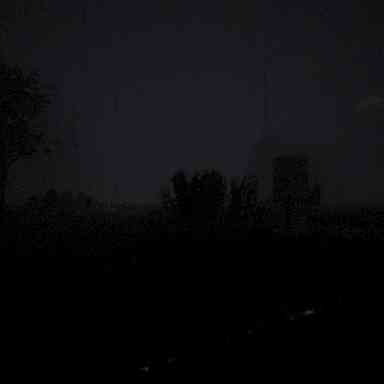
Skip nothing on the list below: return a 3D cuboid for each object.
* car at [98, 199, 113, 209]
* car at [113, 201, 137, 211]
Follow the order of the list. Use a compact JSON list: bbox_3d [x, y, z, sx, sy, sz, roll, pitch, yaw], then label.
[{"bbox_3d":[-15.321,2.038,58.483,2.097,1.767,4.553,1,-1,-35],"label":"car"},{"bbox_3d":[-10.048,2.131,51.074,1.994,1.385,4.181,1,-1,-34],"label":"car"}]
